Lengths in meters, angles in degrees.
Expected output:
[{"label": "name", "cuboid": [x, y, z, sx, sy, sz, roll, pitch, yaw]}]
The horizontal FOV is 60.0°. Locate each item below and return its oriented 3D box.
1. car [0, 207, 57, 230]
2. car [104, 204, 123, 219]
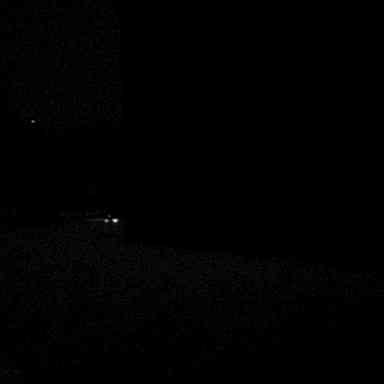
[{"label": "car", "cuboid": [-12.053, 1.845, 23.293, 1.895, 1.301, 4.718, -1, 0, 35]}, {"label": "car", "cuboid": [-5.894, 1.774, 31.986, 2.033, 1.411, 5.357, -1, 0, 35]}]
